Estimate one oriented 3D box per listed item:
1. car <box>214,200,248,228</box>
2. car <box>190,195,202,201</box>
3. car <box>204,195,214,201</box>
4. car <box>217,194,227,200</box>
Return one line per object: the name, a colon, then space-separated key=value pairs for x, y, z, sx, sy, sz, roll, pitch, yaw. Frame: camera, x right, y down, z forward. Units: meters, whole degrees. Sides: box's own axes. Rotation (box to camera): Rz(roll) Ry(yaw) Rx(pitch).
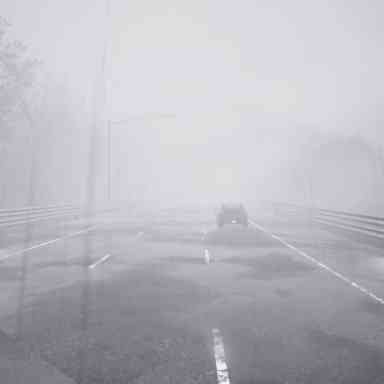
car: x=2.641 y=1.515 z=22.553 sx=1.837 sy=1.490 sz=4.892 roll=0 pitch=0 yaw=2
car: x=0.602 y=1.621 z=85.736 sx=2.033 sy=1.411 sz=5.357 roll=0 pitch=0 yaw=7
car: x=4.132 y=1.676 z=85.789 sx=1.895 sy=1.301 sz=4.718 roll=0 pitch=0 yaw=7
car: x=7.696 y=1.437 z=86.132 sx=2.097 sy=1.767 sz=4.553 roll=0 pitch=0 yaw=7
